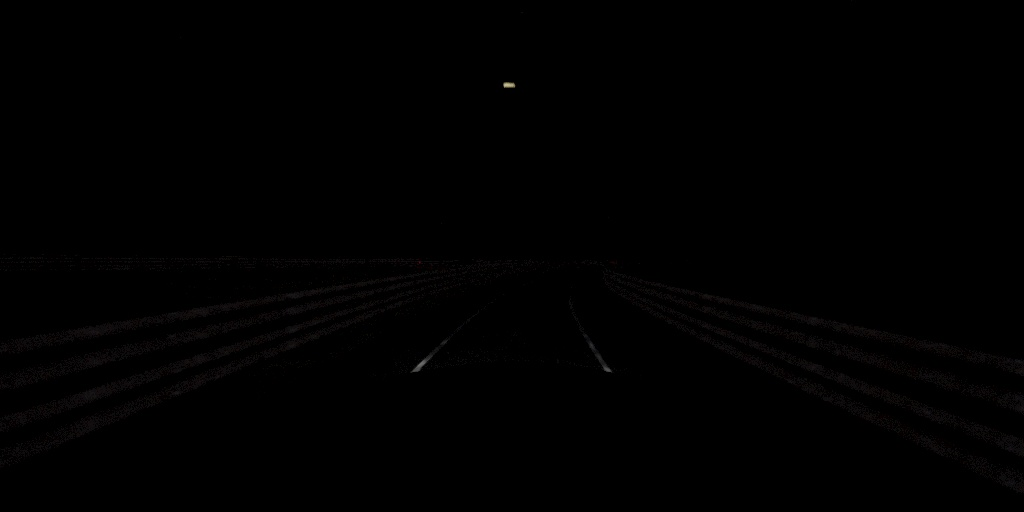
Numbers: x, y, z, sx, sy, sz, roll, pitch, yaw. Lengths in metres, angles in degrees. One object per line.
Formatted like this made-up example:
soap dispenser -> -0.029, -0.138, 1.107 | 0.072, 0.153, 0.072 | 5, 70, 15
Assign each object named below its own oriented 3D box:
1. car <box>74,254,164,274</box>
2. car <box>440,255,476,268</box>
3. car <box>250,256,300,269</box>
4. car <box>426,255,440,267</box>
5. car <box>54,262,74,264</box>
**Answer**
car -> -31.639, 0.577, 29.255 | 1.837, 1.490, 4.892 | 1, 0, 39
car -> -8.278, 0.828, 57.966 | 2.150, 2.045, 5.566 | 1, 0, 39
car -> -26.783, 0.729, 40.766 | 2.128, 1.511, 4.902 | 1, 0, 39
car -> -11.017, 0.807, 60.142 | 2.150, 2.045, 5.566 | 1, 0, 39
car -> -37.708, 0.557, 32.898 | 2.033, 1.411, 5.357 | 1, 0, 39
